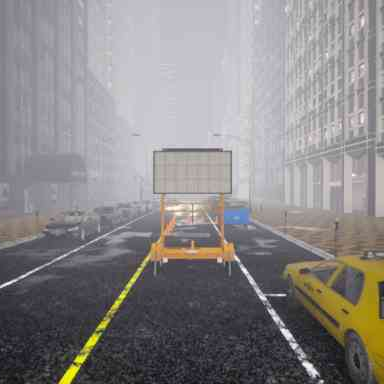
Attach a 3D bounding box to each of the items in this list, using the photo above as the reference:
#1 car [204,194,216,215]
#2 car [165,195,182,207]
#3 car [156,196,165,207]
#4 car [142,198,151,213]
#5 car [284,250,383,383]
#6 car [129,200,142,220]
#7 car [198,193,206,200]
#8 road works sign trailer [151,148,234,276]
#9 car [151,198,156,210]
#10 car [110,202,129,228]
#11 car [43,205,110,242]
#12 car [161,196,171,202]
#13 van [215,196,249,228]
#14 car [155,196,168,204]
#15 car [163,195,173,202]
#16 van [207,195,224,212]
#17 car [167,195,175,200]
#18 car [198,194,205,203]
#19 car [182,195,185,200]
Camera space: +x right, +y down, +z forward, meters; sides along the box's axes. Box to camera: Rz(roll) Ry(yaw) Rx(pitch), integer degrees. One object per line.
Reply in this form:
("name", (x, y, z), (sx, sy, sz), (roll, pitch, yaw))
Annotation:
("car", (2.694, 1.307, 33.279), (2.192, 1.841, 5.009), (-1, 0, 0))
("car", (-3.047, 1.480, 51.625), (2.128, 1.511, 4.902), (0, 0, 0))
("car", (-5.678, 1.539, 50.334), (2.008, 1.369, 4.403), (-1, 0, 0))
("car", (-5.685, 1.543, 33.283), (2.008, 1.369, 4.403), (-1, 0, 0))
("car", (2.685, 1.524, 5.031), (1.752, 1.417, 4.829), (-1, 0, 0))
("car", (-5.687, 1.538, 27.599), (1.887, 1.381, 4.507), (-1, 0, 0))
("car", (2.717, 1.291, 90.116), (2.192, 1.841, 5.009), (-1, 0, 0))
("road works sign trailer", (0.020, 0.462, 10.279), (2.380, 3.560, 2.880), (0, 0, 0))
("car", (-5.682, 1.573, 38.967), (1.802, 1.307, 4.206), (-1, 0, 0))
("car", (-5.689, 1.561, 21.916), (1.947, 1.339, 4.313), (-1, 0, 0))
("car", (-5.691, 1.547, 16.232), (2.008, 1.369, 4.403), (-1, 0, 0))
("car", (-5.668, 1.563, 73.068), (1.802, 1.307, 4.206), (-1, 0, 0))
("van", (2.690, 1.336, 21.912), (1.690, 1.788, 3.998), (-1, 0, 0))
("car", (-5.673, 1.536, 61.701), (2.008, 1.369, 4.403), (-1, 0, 0))
("car", (-5.667, 1.420, 78.752), (1.967, 1.590, 4.097), (-1, 0, 0))
("van", (2.696, 1.332, 38.963), (1.690, 1.788, 3.998), (-1, 0, 0))
("car", (-5.661, 1.501, 89.950), (1.752, 1.417, 4.829), (-1, 0, 0))
("car", (2.708, 1.536, 61.697), (2.008, 1.369, 4.403), (-1, 0, 0))
("car", (-2.964, 1.492, 90.263), (1.837, 1.490, 4.892), (0, 0, 0))
